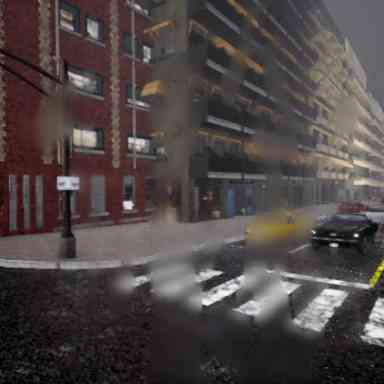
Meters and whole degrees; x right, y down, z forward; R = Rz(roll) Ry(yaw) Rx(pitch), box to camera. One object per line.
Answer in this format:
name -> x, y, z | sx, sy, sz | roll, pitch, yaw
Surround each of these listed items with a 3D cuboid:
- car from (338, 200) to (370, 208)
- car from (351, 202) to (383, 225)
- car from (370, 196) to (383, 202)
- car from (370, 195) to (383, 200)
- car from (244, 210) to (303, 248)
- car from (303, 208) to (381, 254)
car -> 13.771, 1.482, 28.805 | 1.887, 1.381, 4.507 | -1, -1, 35
car -> 12.044, 1.554, 21.812 | 1.895, 1.301, 4.718 | 0, 0, 35
car -> 18.028, 1.424, 30.317 | 2.128, 1.511, 4.902 | 0, 0, 35
car -> 23.434, 1.427, 42.575 | 1.752, 1.417, 4.829 | -1, -1, 35
car -> 3.909, 1.495, 14.756 | 1.752, 1.417, 4.829 | -1, -1, 35
car -> 6.287, 1.573, 13.611 | 1.895, 1.301, 4.718 | 0, 0, 35
